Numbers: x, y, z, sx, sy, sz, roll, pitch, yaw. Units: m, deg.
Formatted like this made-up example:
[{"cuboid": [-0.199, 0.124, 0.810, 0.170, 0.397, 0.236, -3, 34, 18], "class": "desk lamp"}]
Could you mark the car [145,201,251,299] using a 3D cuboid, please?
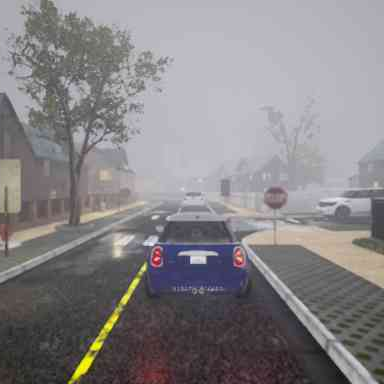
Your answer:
[{"cuboid": [0.121, 1.273, 8.388, 2.097, 1.767, 4.553, 0, 1, 0], "class": "car"}]

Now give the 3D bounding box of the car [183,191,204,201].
[{"cuboid": [0.187, 0.864, 36.688, 2.150, 2.045, 5.566, 0, 1, 0], "class": "car"}]

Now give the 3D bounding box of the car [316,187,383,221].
[{"cuboid": [11.121, 0.716, 21.909, 5.566, 2.045, 2.150, -1, 1, -2], "class": "car"}]
